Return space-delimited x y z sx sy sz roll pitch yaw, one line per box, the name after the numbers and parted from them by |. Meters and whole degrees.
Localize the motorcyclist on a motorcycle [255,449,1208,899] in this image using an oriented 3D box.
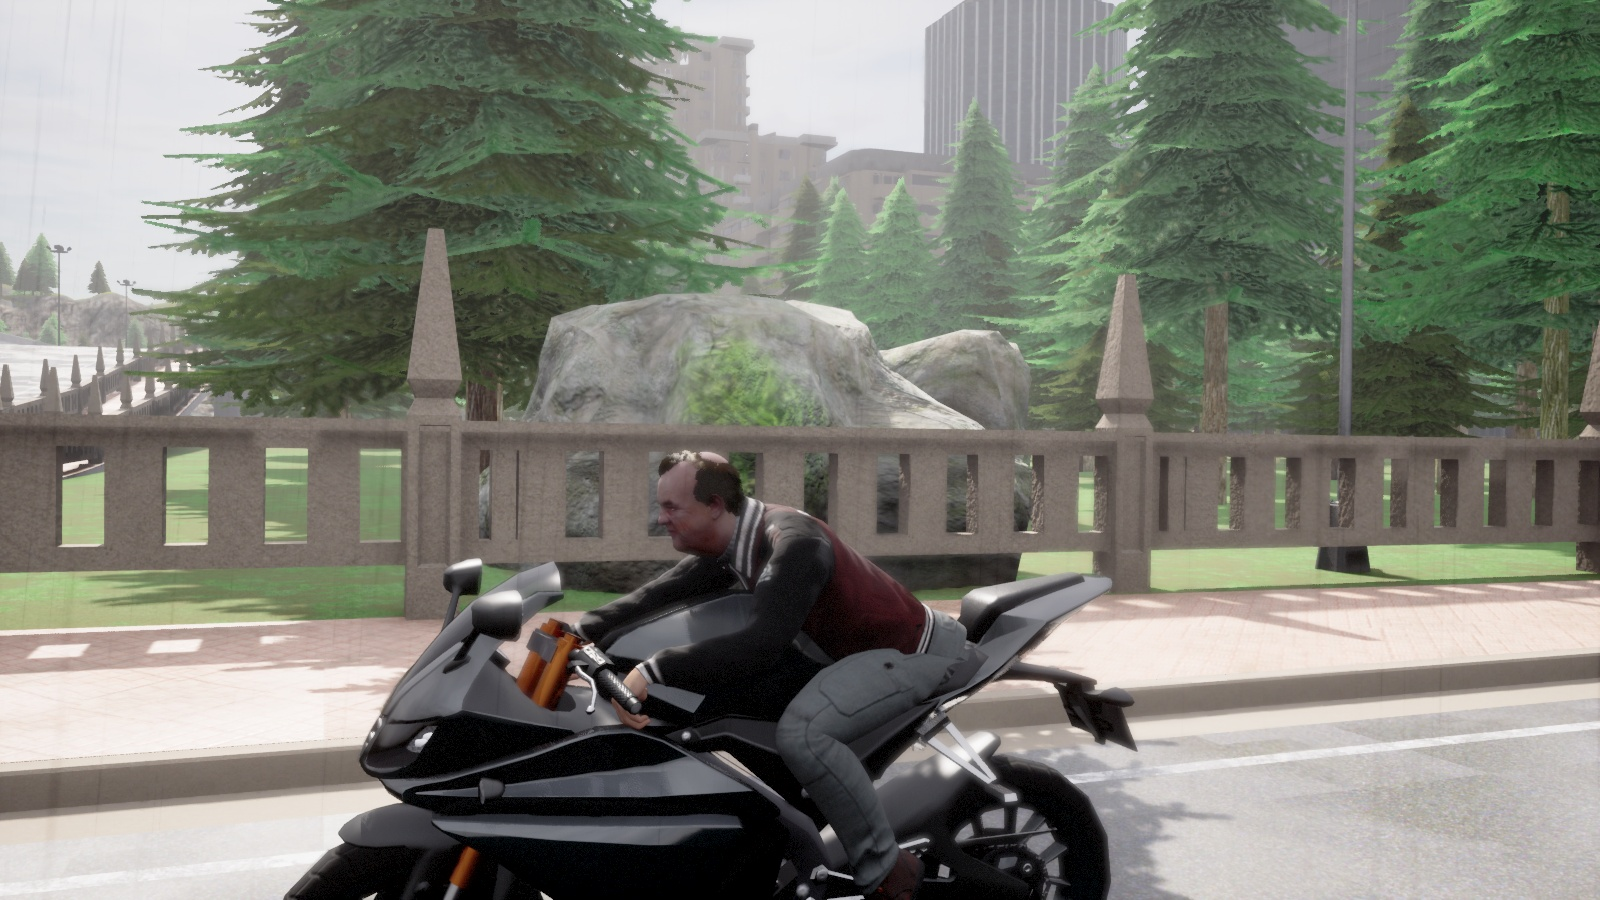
-0.153 0.783 3.181 2.191 1.530 0.866 -1 1 -21 | motorcyclist on a motorcycle
